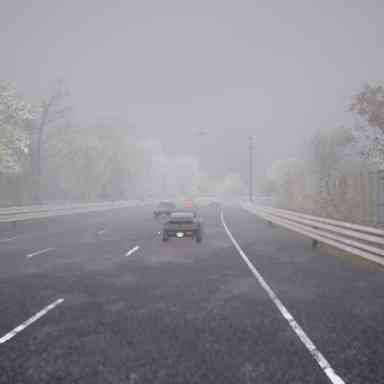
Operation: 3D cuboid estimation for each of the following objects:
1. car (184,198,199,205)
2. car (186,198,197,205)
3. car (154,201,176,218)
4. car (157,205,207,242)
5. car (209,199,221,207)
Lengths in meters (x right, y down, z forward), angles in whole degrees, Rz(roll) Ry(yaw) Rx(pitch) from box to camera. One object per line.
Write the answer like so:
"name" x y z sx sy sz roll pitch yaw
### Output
"car" -0.055 1.836 55.313 2.097 1.767 4.553 0 -1 7
"car" -0.130 2.195 80.016 1.882 1.535 5.008 0 -1 9
"car" -2.484 1.884 33.427 1.895 1.301 4.718 0 -1 6
"car" -0.341 1.651 17.137 1.837 1.490 4.892 0 -1 4
"car" 4.442 2.083 62.755 1.812 1.442 4.674 0 -1 8
